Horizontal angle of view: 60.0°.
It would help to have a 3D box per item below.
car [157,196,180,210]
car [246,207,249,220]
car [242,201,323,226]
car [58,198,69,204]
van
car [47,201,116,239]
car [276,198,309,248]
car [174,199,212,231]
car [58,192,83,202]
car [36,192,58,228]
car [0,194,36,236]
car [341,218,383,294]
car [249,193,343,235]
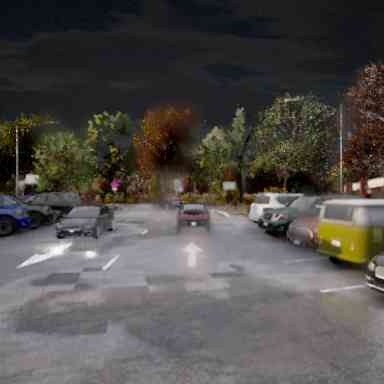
[{"bbox_3d":[-2.474,1.237,37.496,2.128,1.511,4.902,0,0,-27],"label":"car"},{"bbox_3d":[5.966,1.107,19.064,5.566,2.045,2.435,1,0,-20],"label":"car"},{"bbox_3d":[5.960,1.367,22.090,4.792,1.488,2.163,1,0,-20],"label":"car"},{"bbox_3d":[-10.988,1.364,22.201,4.792,1.488,2.163,-1,0,-20],"label":"car"},{"bbox_3d":[6.055,1.195,10.023,4.442,1.987,1.878,1,0,-20],"label":"van"},{"bbox_3d":[-5.118,1.392,16.555,1.837,1.490,4.892,0,0,0],"label":"car"},{"bbox_3d":[5.978,1.274,13.006,4.553,1.767,2.185,1,1,-20],"label":"car"},{"bbox_3d":[0.096,1.372,19.611,1.837,1.490,4.892,0,1,0],"label":"car"},{"bbox_3d":[-11.029,1.064,25.116,5.566,2.045,2.435,-1,1,-20],"label":"car"},{"bbox_3d":[-10.983,1.104,19.232,5.566,2.045,2.435,-1,0,-20],"label":"car"},{"bbox_3d":[-10.984,1.124,16.273,5.566,2.045,2.435,-1,0,-20],"label":"car"},{"bbox_3d":[5.952,1.441,6.957,4.892,1.521,2.231,1,1,-20],"label":"car"},{"bbox_3d":[5.925,1.127,16.004,5.566,2.045,2.435,1,1,-20],"label":"car"}]
